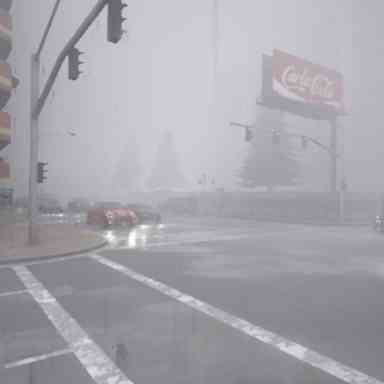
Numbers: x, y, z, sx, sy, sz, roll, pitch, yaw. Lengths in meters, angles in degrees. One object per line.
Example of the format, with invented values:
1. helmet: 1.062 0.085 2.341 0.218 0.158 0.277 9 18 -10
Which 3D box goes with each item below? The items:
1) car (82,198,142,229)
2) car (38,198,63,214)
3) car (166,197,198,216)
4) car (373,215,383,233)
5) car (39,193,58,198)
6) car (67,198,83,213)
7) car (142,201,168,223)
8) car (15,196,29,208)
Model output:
1. car: -5.626 1.466 22.913 2.097 1.767 4.553 1 -1 -36
2. car: -15.803 1.683 37.092 1.994 1.385 4.181 1 0 -36
3. car: -1.651 1.533 35.783 2.150 2.045 5.566 0 -1 -39
4. car: 13.193 1.607 19.674 4.553 1.767 2.097 1 -2 -7
5. car: -22.920 1.200 53.176 2.150 2.045 5.566 1 -1 -36
6. car: -13.288 1.514 39.594 2.097 1.767 4.553 1 -1 -36
7. car: -4.214 1.658 26.944 1.837 1.490 4.892 1 0 -36
8. car: -25.800 1.402 51.182 2.097 1.767 4.553 1 -1 -36
